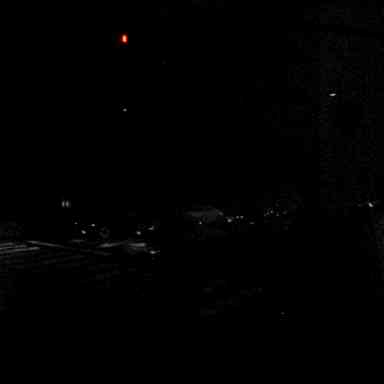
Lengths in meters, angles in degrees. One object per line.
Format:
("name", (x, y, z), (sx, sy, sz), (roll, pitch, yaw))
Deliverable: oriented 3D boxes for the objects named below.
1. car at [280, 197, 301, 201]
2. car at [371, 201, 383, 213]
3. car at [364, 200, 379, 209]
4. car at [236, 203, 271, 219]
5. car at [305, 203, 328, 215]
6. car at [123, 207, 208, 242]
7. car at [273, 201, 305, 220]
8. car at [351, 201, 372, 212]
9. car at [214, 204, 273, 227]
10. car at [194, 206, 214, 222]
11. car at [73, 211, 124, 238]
("car", (12.707, 1.697, 43.429), (2.150, 2.045, 5.566), (0, 0, 36))
("car", (25.867, 2.059, 44.814), (1.882, 1.535, 5.008), (0, -1, 36))
("car", (31.595, 2.238, 58.416), (1.812, 1.442, 4.674), (0, -1, 36))
("car", (6.476, 1.948, 34.764), (1.994, 1.385, 4.181), (0, 0, 36))
("car", (15.662, 2.037, 41.970), (2.033, 1.411, 5.357), (0, 0, 36))
("car", (-1.279, 1.768, 18.345), (1.812, 1.442, 4.674), (0, 0, 36))
("car", (9.475, 1.924, 33.395), (1.812, 1.442, 4.674), (0, 0, 36))
("car", (24.765, 2.089, 48.862), (2.128, 1.511, 4.902), (0, 0, 36))
("car", (4.108, 1.812, 25.886), (2.128, 1.511, 4.902), (0, 0, 35))
("car", (0.682, 1.825, 26.683), (1.812, 1.442, 4.674), (0, 0, 35))
("car", (-4.488, 1.826, 19.450), (1.895, 1.301, 4.718), (0, 0, 35))
